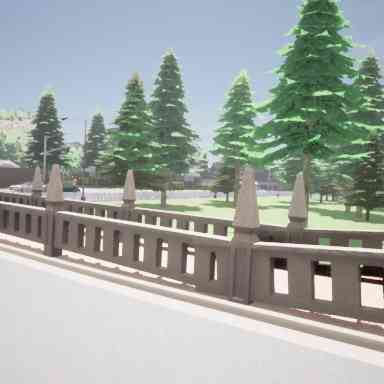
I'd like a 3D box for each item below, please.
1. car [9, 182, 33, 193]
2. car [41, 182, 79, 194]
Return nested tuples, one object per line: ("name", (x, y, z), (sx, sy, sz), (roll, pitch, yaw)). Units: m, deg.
("car", (-21.129, -0.604, 43.079), (1.812, 1.442, 4.674), (4, 2, 37))
("car", (-16.922, -0.566, 42.808), (2.097, 1.767, 4.553), (4, 3, 37))
